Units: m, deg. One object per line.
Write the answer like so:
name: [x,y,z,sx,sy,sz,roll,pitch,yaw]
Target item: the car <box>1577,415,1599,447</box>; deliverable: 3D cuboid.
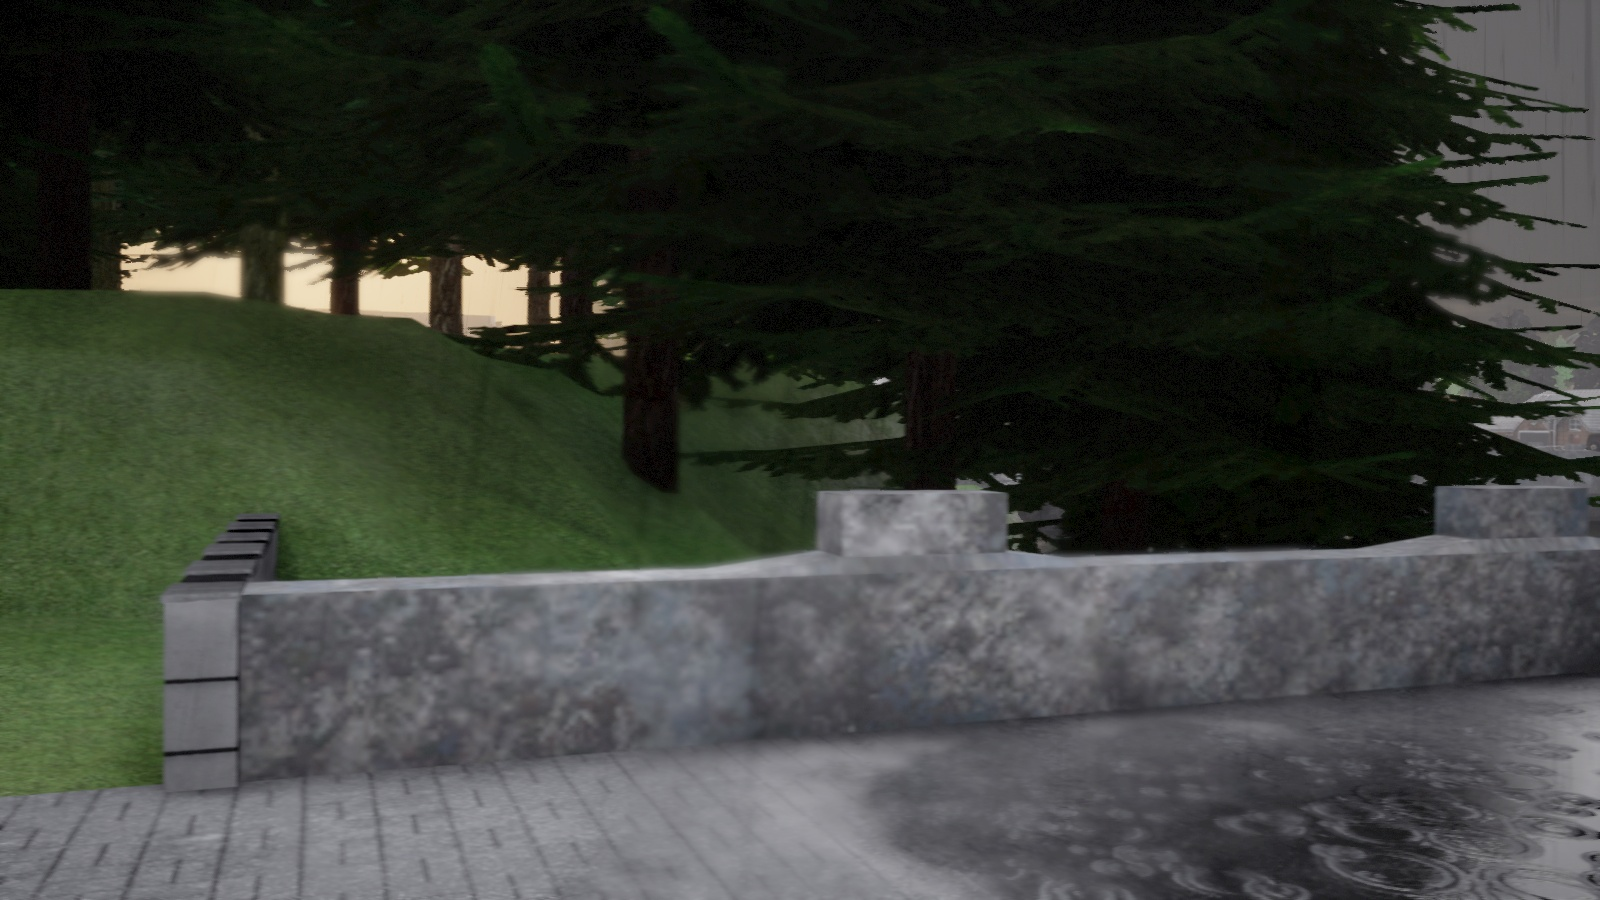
car: [48.809,-1.158,75.219,3.866,1.878,1.905,-1,1,-21]
